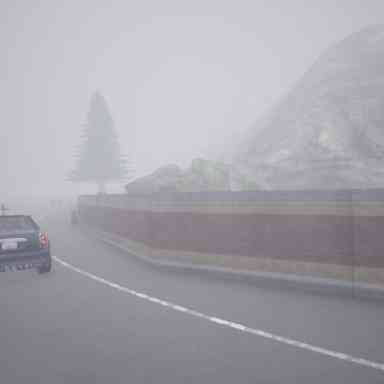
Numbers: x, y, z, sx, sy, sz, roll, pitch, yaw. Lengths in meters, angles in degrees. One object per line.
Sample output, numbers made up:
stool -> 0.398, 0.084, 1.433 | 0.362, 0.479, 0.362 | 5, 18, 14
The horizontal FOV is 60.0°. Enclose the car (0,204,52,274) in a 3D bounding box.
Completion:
car -> -5.761, 1.323, 9.765 | 2.097, 1.767, 4.553 | 0, 0, -39

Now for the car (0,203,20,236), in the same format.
car -> -11.179, 1.459, 18.901 | 2.128, 1.511, 4.902 | -1, 0, -23
